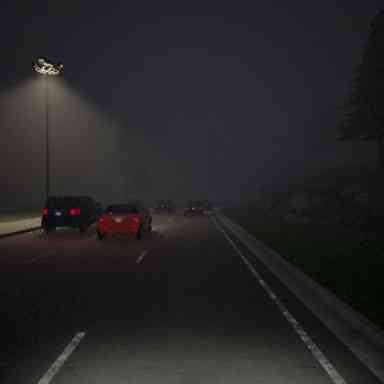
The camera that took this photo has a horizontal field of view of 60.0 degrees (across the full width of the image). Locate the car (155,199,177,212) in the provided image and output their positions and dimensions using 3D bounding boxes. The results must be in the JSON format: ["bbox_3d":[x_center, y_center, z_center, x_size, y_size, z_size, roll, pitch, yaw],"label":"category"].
[{"bbox_3d":[-2.959,1.547,38.168,2.033,1.411,5.357,0,0,5],"label":"car"}]

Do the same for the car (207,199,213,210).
[{"bbox_3d":[1.431,1.564,42.511,1.994,1.385,4.181,0,0,12],"label":"car"}]

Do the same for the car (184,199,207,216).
[{"bbox_3d":[0.227,1.547,32.751,2.033,1.411,5.357,0,0,2],"label":"car"}]

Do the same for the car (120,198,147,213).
[{"bbox_3d":[-6.505,1.505,37.396,1.837,1.490,4.892,0,0,4],"label":"car"}]

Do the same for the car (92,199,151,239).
[{"bbox_3d":[-3.399,1.352,17.516,2.097,1.767,4.553,0,0,0],"label":"car"}]

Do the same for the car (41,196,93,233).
[{"bbox_3d":[-6.900,1.221,19.844,2.150,2.045,5.566,0,0,0],"label":"car"}]
